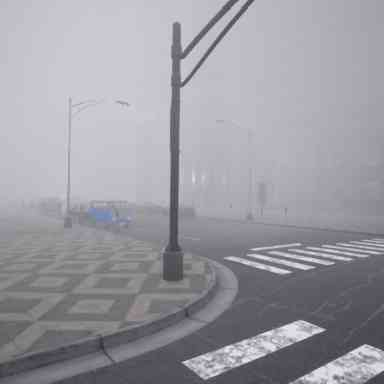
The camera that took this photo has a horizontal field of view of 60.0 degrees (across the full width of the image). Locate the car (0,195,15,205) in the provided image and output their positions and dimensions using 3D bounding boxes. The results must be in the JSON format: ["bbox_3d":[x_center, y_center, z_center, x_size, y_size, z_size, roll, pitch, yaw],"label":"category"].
[{"bbox_3d":[-37.039,1.731,66.227,1.752,1.417,4.829,1,-1,-35],"label":"car"}]

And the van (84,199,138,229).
[{"bbox_3d":[-5.257,1.336,21.243,1.690,1.788,3.998,1,-1,-35],"label":"van"}]

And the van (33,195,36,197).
[{"bbox_3d":[-36.537,1.741,80.304,1.690,1.788,3.998,1,-1,-35],"label":"van"}]

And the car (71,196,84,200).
[{"bbox_3d":[-17.400,1.816,53.233,1.887,1.381,4.507,1,-1,-35],"label":"car"}]

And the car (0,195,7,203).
[{"bbox_3d":[-43.511,1.565,75.392,2.192,1.841,5.009,1,-1,-35],"label":"car"}]

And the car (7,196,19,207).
[{"bbox_3d":[-27.574,1.693,52.828,2.008,1.369,4.403,1,-1,-35],"label":"car"}]

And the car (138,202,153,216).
[{"bbox_3d":[-4.640,1.731,35.186,1.887,1.381,4.507,1,-1,-35],"label":"car"}]

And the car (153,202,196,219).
[{"bbox_3d":[-1.451,1.710,30.675,1.887,1.381,4.507,1,-1,-35],"label":"car"}]

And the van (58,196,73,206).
[{"bbox_3d":[-23.778,1.655,62.258,1.690,1.788,3.998,1,-1,-35],"label":"van"}]

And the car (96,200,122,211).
[{"bbox_3d":[-11.118,1.754,44.348,1.752,1.417,4.829,1,-1,-35],"label":"car"}]

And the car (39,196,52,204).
[{"bbox_3d":[-33.349,1.819,75.792,1.967,1.590,4.097,1,-1,-35],"label":"car"}]

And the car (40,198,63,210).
[{"bbox_3d":[-19.709,1.658,46.504,1.837,1.490,4.892,1,-1,-35],"label":"car"}]

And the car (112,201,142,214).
[{"bbox_3d":[-7.830,1.752,39.698,1.887,1.381,4.507,1,-1,-35],"label":"car"}]

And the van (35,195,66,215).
[{"bbox_3d":[-14.820,1.397,34.780,1.690,1.788,3.998,1,-1,-35],"label":"van"}]

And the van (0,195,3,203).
[{"bbox_3d":[-46.699,1.613,79.905,1.690,1.788,3.998,1,-1,-35],"label":"van"}]

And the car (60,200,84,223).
[{"bbox_3d":[-8.447,1.559,25.753,1.887,1.381,4.507,1,-1,-35],"label":"car"}]

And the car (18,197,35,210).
[{"bbox_3d":[-21.199,1.681,43.803,1.802,1.307,4.206,1,-1,-35],"label":"car"}]

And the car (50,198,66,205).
[{"bbox_3d":[-26.970,1.886,66.768,2.008,1.369,4.403,1,-1,-35],"label":"car"}]

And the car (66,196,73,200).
[{"bbox_3d":[-20.588,1.607,57.747,2.192,1.841,5.009,1,-1,-35],"label":"car"}]
